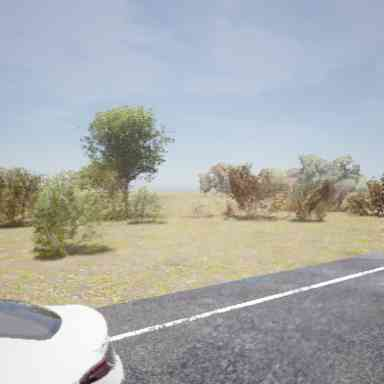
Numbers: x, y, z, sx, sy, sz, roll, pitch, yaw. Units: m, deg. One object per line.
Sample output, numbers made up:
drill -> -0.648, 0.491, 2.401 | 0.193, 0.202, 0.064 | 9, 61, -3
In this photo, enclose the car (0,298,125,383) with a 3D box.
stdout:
car -> -2.738, 1.516, 2.046 | 4.674, 1.442, 1.812 | 1, 0, -35
